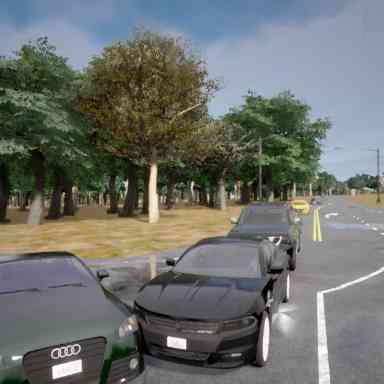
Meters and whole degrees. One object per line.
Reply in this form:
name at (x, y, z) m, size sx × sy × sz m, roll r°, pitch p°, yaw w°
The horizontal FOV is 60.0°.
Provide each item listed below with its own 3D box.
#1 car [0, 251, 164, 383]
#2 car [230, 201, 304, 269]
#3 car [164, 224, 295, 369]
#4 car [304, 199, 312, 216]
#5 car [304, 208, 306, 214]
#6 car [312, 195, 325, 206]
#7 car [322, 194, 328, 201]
car at (-2.323, 1.643, 5.002) m, size 1.994 × 1.385 × 4.181 m, roll 2°, pitch -2°, yaw -33°
car at (2.828, 1.460, 12.451) m, size 2.150 × 2.045 × 5.566 m, roll -2°, pitch 0°, yaw 20°
car at (0.720, 1.614, 6.306) m, size 1.882 × 1.535 × 5.008 m, roll -1°, pitch -2°, yaw 21°
car at (11.697, 1.692, 36.205) m, size 1.882 × 1.535 × 5.008 m, roll -1°, pitch 0°, yaw 21°
car at (5.043, 1.775, 18.359) m, size 1.895 × 1.301 × 4.718 m, roll -1°, pitch 0°, yaw 21°
car at (22.973, 1.733, 61.614) m, size 1.812 × 1.442 × 4.674 m, roll -1°, pitch 0°, yaw 28°
car at (33.646, 1.427, 85.158) m, size 2.097 × 1.767 × 4.553 m, roll -1°, pitch 0°, yaw 21°
